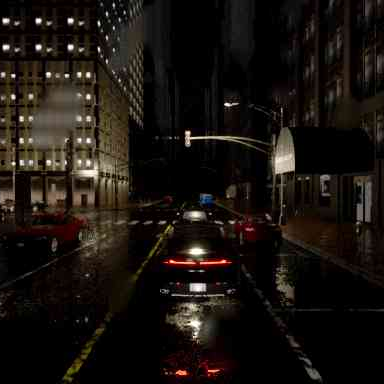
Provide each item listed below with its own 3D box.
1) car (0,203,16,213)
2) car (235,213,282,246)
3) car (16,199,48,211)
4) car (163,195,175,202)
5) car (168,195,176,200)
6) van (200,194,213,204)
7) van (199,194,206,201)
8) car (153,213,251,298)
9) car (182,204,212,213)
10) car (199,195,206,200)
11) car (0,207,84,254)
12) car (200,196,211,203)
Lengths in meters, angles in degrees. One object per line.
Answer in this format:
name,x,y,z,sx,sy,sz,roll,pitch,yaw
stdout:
car,-18.568,1.308,28.864,5.009,1.841,2.192,0,0,1
car,2.835,1.580,14.871,1.802,1.307,4.206,0,0,0
car,-18.469,1.499,37.246,4.403,1.369,2.008,0,0,1
car,-5.587,1.524,75.566,1.887,1.381,4.507,0,0,0
car,-5.563,1.534,92.657,1.947,1.339,4.313,0,0,0
van,2.768,1.329,58.464,1.690,1.788,3.998,0,0,0
van,2.809,1.313,86.947,1.690,1.788,3.998,0,0,0
car,0.111,1.504,8.518,1.837,1.490,4.892,0,0,0
car,0.125,1.562,17.394,1.994,1.385,4.181,0,0,0
car,2.818,1.550,92.644,1.802,1.307,4.206,0,0,0
car,-5.806,1.543,13.507,1.887,1.381,4.507,0,0,0
car,2.785,1.534,69.857,2.008,1.369,4.403,0,0,0
